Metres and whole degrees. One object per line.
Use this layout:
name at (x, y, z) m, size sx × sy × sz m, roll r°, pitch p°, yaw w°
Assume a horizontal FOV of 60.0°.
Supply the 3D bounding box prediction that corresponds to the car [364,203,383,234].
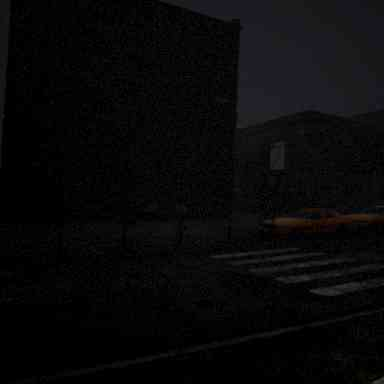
car at (10.730, 1.451, 19.204) m, size 5.366 × 1.575 × 1.946 m, roll 0°, pitch 0°, yaw -28°

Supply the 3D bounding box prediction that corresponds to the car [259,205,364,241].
car at (5.835, 1.462, 16.646) m, size 5.366 × 1.575 × 1.946 m, roll 0°, pitch 0°, yaw -28°
